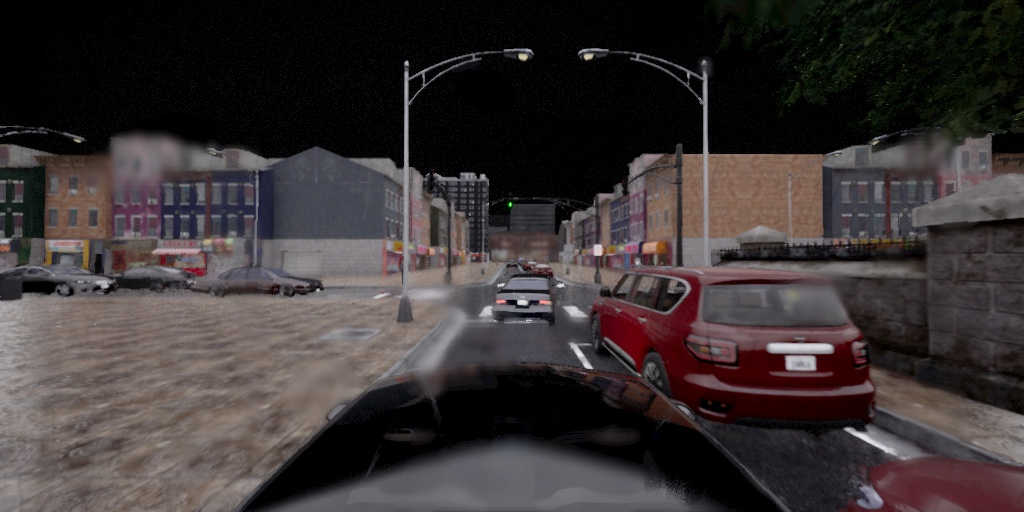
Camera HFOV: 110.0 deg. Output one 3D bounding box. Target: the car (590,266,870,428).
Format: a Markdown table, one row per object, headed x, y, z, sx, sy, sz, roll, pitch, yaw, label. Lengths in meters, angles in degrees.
| x | y | z | sx | sy | sz | roll | pitch | yaw | label |
| --- | --- | --- | --- | --- | --- | --- | --- | --- | --- |
| 2.638 | 1.064 | 5.677 | 2.192 | 1.841 | 5.009 | 0 | 0 | 0 | car |

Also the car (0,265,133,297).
| x | y | z | sx | sy | sz | roll | pitch | yaw | label |
| --- | --- | --- | --- | --- | --- | --- | --- | --- | --- |
| -21.930 | 1.195 | 17.214 | 4.902 | 1.511 | 2.128 | 0 | -1 | 0 | car |

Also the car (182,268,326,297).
| x | y | z | sx | sy | sz | roll | pitch | yaw | label |
| --- | --- | --- | --- | --- | --- | --- | --- | --- | --- |
| -12.049 | 1.263 | 17.221 | 5.357 | 1.411 | 2.033 | 0 | -1 | -4 | car |

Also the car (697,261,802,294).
| x | y | z | sx | sy | sz | roll | pitch | yaw | label |
| --- | --- | --- | --- | --- | --- | --- | --- | --- | --- |
| 13.300 | 1.145 | 20.287 | 4.553 | 1.767 | 2.097 | 0 | -1 | 0 | car |

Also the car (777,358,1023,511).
| x | y | z | sx | sy | sz | roll | pitch | yaw | label |
| --- | --- | --- | --- | --- | --- | --- | --- | --- | --- |
| 2.638 | 1.333 | 0.228 | 1.802 | 1.307 | 4.207 | 0 | 0 | 0 | car |

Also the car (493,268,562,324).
| x | y | z | sx | sy | sz | roll | pitch | yaw | label |
| --- | --- | --- | --- | --- | --- | --- | --- | --- | --- |
| 0.657 | 1.297 | 12.073 | 2.033 | 1.411 | 5.357 | 0 | 0 | 9 | car |

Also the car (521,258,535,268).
| x | y | z | sx | sy | sz | roll | pitch | yaw | label |
| --- | --- | --- | --- | --- | --- | --- | --- | --- | --- |
| 2.637 | 1.336 | 48.418 | 1.888 | 1.381 | 4.507 | 0 | 0 | 0 | car |

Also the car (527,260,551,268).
| x | y | z | sx | sy | sz | roll | pitch | yaw | label |
| --- | --- | --- | --- | --- | --- | --- | --- | --- | --- |
| 2.638 | 1.310 | 32.106 | 1.888 | 1.381 | 4.507 | 0 | 0 | 0 | car |

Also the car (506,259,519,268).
| x | y | z | sx | sy | sz | roll | pitch | yaw | label |
| --- | --- | --- | --- | --- | --- | --- | --- | --- | --- |
| 0.001 | 1.328 | 62.250 | 1.837 | 1.490 | 4.892 | 0 | 0 | 0 | car |

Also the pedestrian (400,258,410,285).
| x | y | z | sx | sy | sz | roll | pitch | yaw | label |
| --- | --- | --- | --- | --- | --- | --- | --- | --- | --- |
| -6.918 | 0.932 | 23.128 | 0.375 | 1.860 | 0.375 | 0 | -1 | 0 | pedestrian |

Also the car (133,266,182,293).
| x | y | z | sx | sy | sz | roll | pitch | yaw | label |
| --- | --- | --- | --- | --- | --- | --- | --- | --- | --- |
| -20.415 | 1.265 | 20.192 | 4.674 | 1.442 | 1.812 | 0 | -1 | 0 | car |

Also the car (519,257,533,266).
| x | y | z | sx | sy | sz | roll | pitch | yaw | label |
| --- | --- | --- | --- | --- | --- | --- | --- | --- | --- |
| 2.637 | 1.117 | 53.855 | 2.192 | 1.841 | 5.009 | 0 | 0 | 0 | car |
